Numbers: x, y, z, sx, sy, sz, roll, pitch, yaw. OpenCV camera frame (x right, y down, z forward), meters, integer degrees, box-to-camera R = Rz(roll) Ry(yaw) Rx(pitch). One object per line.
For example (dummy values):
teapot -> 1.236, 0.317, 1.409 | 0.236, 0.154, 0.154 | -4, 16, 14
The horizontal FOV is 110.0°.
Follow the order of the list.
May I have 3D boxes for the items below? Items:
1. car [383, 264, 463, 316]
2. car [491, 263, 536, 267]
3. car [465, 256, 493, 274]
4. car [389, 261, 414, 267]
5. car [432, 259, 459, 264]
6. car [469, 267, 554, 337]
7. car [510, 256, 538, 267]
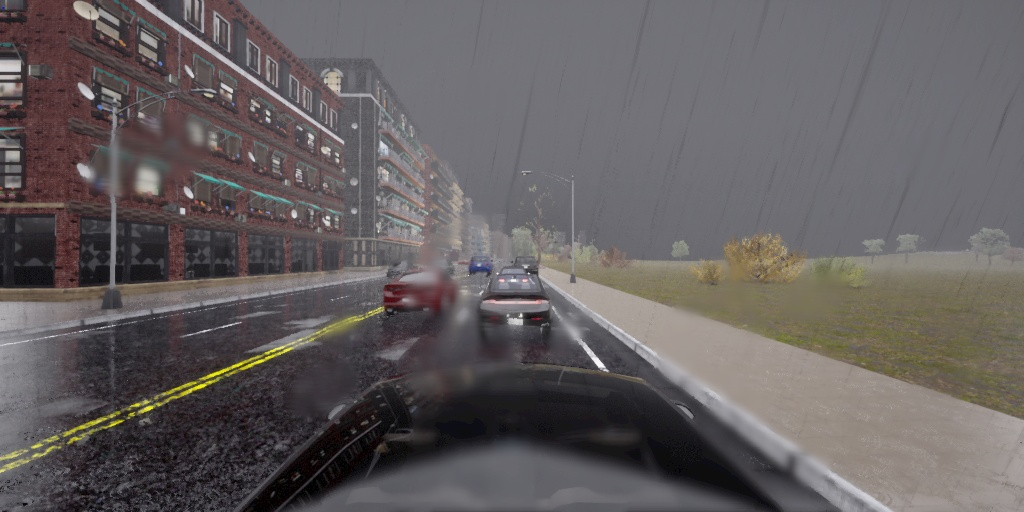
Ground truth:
car -> -3.172, 1.229, 13.394 | 1.882, 1.535, 5.008 | 0, 0, 0
car -> 0.068, 1.300, 20.740 | 2.033, 1.411, 5.357 | 0, 0, 0
car -> -3.219, 0.977, 37.608 | 2.150, 2.045, 5.566 | 0, 0, 0
car -> -9.910, 1.258, 32.633 | 1.837, 1.490, 4.892 | 0, 0, 0
car -> -6.662, 1.105, 33.725 | 2.097, 1.767, 4.553 | 0, 0, 0
car -> 0.085, 1.243, 10.300 | 2.128, 1.511, 4.902 | 0, 0, 0
car -> 1.082, 0.979, 30.952 | 2.150, 2.045, 5.566 | 0, 0, 0
